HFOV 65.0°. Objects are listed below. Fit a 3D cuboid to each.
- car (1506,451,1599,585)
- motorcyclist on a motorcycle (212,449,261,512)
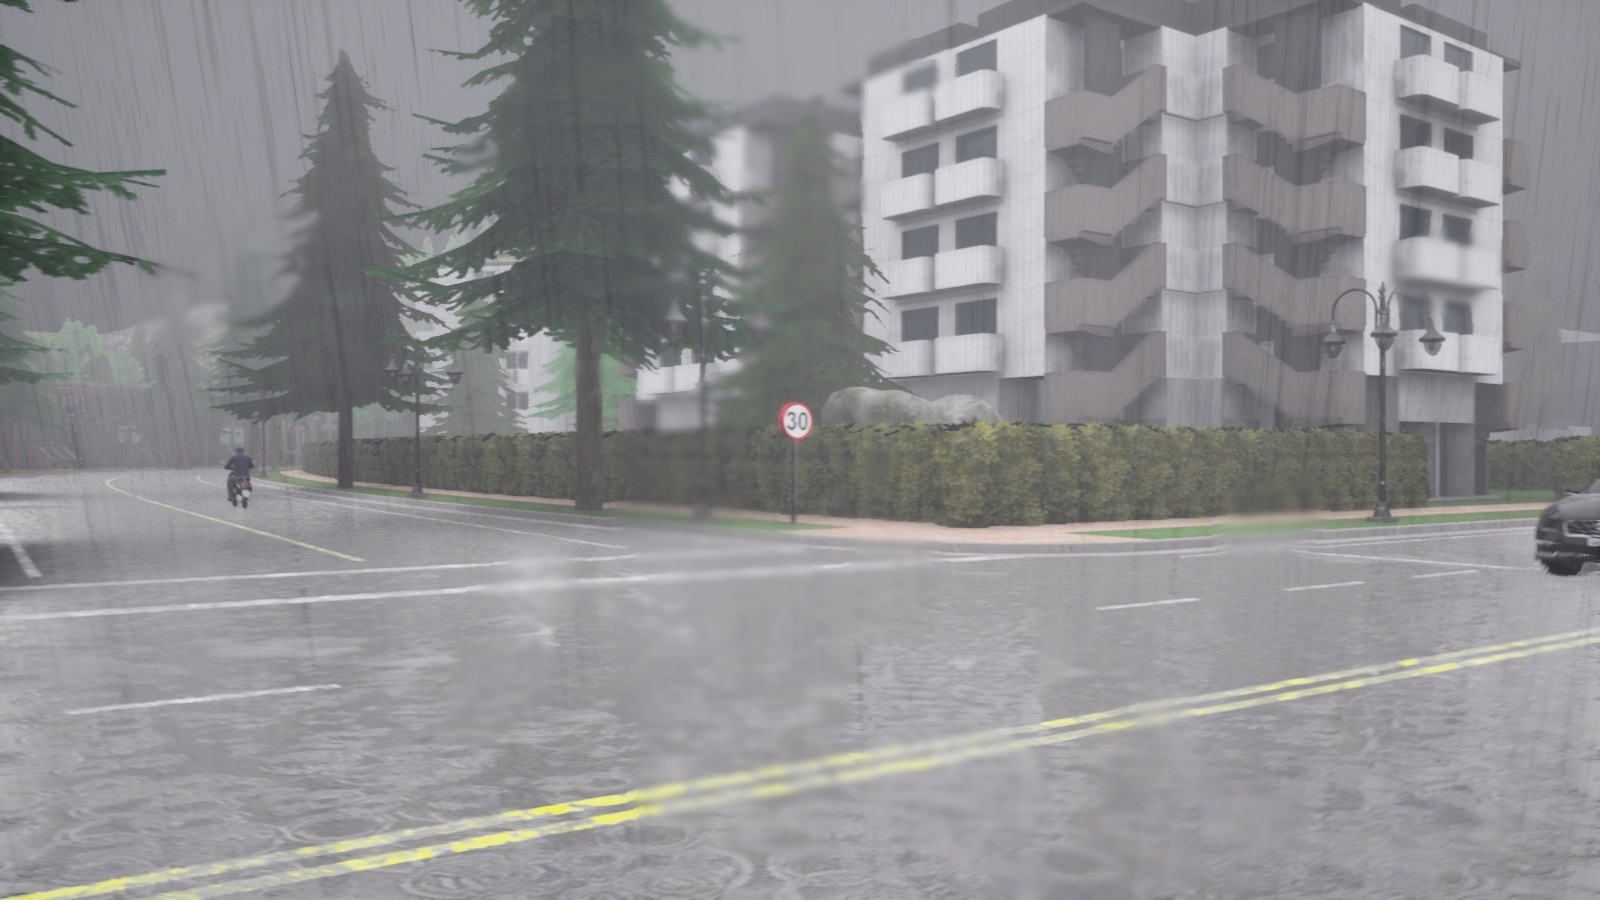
[{"bbox_3d":[10.876,0.765,15.493,4.892,1.490,1.837,0,0,-35],"label":"car"},{"bbox_3d":[-14.703,0.771,32.753,0.866,1.590,1.817,0,0,-34],"label":"motorcyclist on a motorcycle"}]
